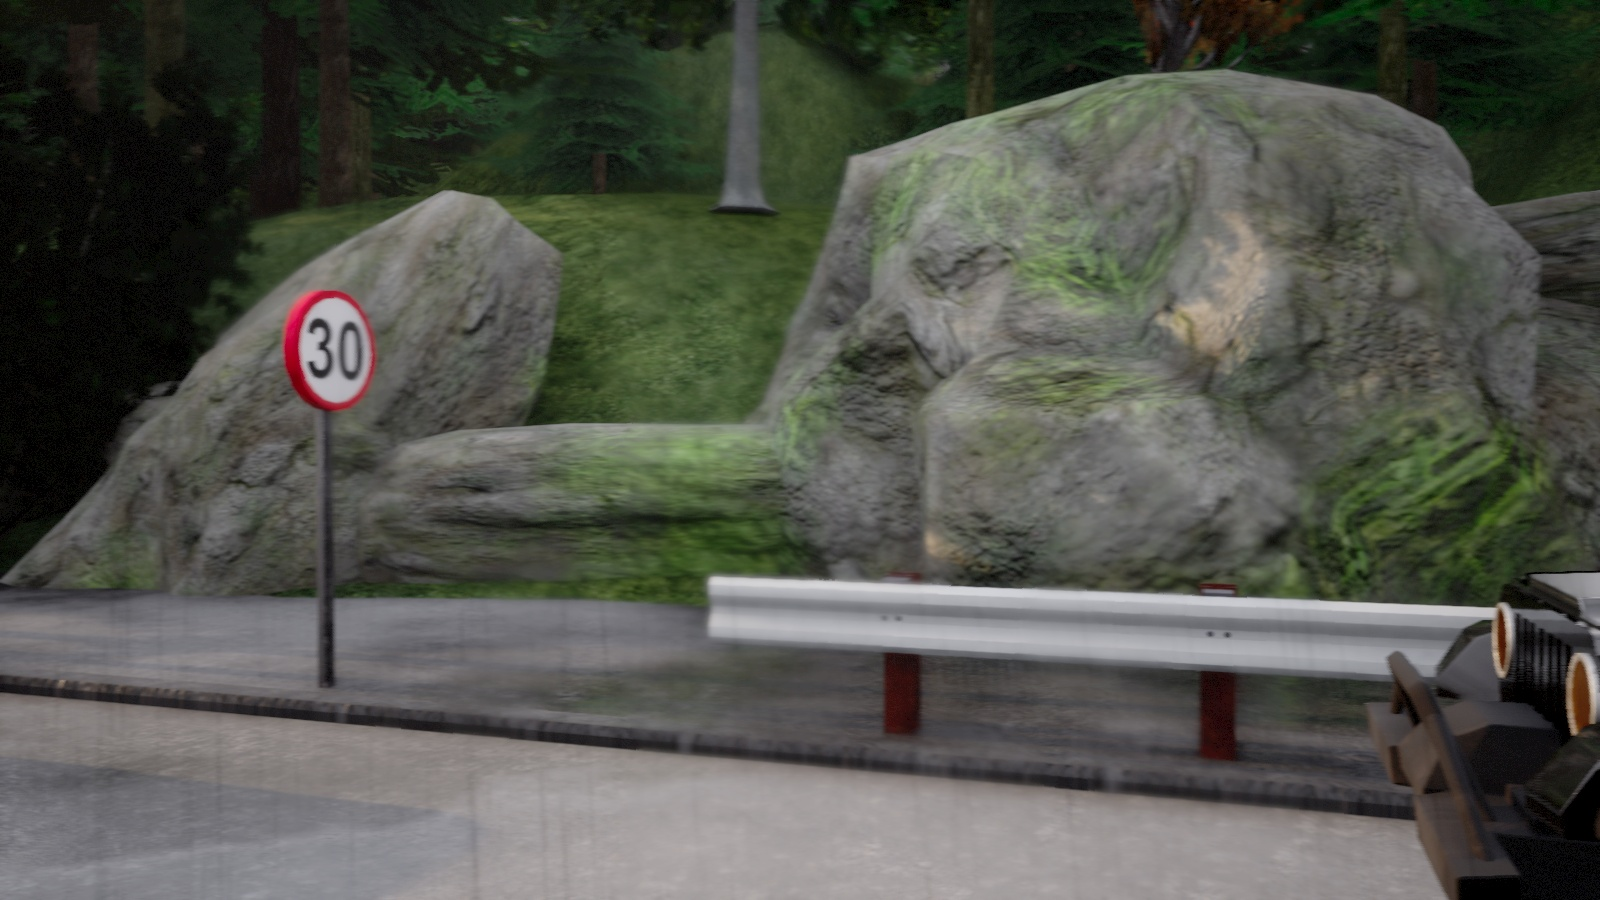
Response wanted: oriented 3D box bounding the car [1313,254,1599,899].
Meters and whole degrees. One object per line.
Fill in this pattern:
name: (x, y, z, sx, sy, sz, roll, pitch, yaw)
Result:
car: (3.235, 0.597, 2.629, 3.866, 1.878, 1.905, 1, 1, 19)
